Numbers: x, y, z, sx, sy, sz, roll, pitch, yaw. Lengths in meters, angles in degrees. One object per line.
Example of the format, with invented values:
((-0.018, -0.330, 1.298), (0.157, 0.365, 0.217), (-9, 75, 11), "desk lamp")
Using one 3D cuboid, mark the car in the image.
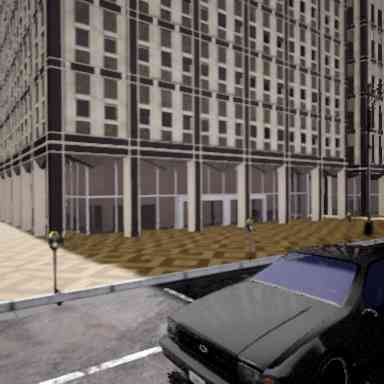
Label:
((2.222, 1.548, 4.962), (5.357, 1.411, 2.033), (0, 0, -35), "car")
